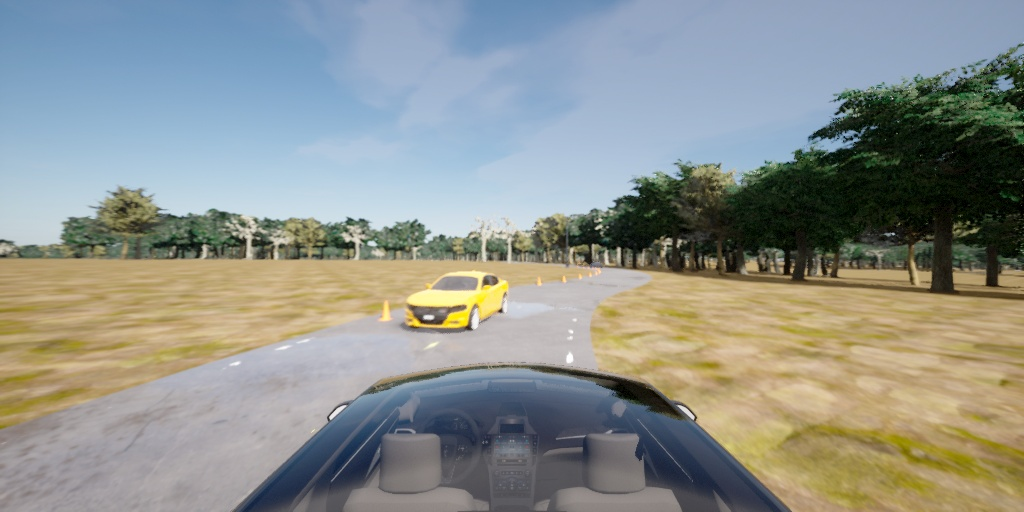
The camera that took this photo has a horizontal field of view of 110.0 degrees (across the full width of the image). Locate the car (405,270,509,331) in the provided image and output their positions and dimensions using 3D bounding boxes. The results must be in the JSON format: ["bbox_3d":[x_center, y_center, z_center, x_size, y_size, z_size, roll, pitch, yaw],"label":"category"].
[{"bbox_3d":[-1.471,1.227,11.286,1.882,1.535,5.008,0,0,14],"label":"car"}]

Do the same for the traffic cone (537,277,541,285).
[{"bbox_3d":[1.966,1.811,25.860,0.340,0.580,0.340,0,0,31],"label":"traffic cone"}]

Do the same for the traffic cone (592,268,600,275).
[{"bbox_3d":[10.187,2.026,43.434,0.340,0.580,0.340,0,0,19],"label":"traffic cone"}]

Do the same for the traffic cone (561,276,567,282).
[{"bbox_3d":[4.362,1.864,30.087,0.340,0.580,0.340,0,0,28],"label":"traffic cone"}]

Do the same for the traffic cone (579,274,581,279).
[{"bbox_3d":[6.535,1.919,34.433,0.340,0.580,0.340,0,0,25],"label":"traffic cone"}]

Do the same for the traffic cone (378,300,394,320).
[{"bbox_3d":[-3.927,1.680,11.182,0.340,0.580,0.340,0,0,12],"label":"traffic cone"}]

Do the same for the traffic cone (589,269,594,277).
[{"bbox_3d":[8.478,1.973,38.885,0.340,0.580,0.340,0,0,22],"label":"traffic cone"}]
